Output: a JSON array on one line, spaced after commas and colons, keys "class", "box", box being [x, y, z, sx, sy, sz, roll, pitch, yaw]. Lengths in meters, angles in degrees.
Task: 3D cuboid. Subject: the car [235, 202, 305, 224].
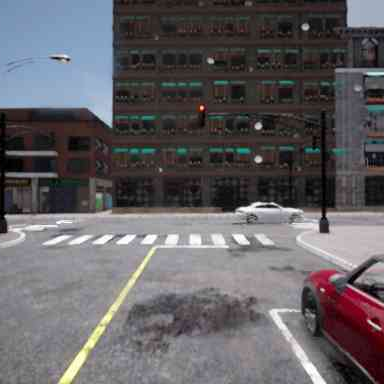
[{"class": "car", "box": [5.254, 1.420, 22.678, 4.674, 1.442, 1.812, 0, -1, 1]}]

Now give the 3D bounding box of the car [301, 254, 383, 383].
[{"class": "car", "box": [2.752, 1.436, 3.912, 1.967, 1.590, 4.097, 1, 0, 0]}]
